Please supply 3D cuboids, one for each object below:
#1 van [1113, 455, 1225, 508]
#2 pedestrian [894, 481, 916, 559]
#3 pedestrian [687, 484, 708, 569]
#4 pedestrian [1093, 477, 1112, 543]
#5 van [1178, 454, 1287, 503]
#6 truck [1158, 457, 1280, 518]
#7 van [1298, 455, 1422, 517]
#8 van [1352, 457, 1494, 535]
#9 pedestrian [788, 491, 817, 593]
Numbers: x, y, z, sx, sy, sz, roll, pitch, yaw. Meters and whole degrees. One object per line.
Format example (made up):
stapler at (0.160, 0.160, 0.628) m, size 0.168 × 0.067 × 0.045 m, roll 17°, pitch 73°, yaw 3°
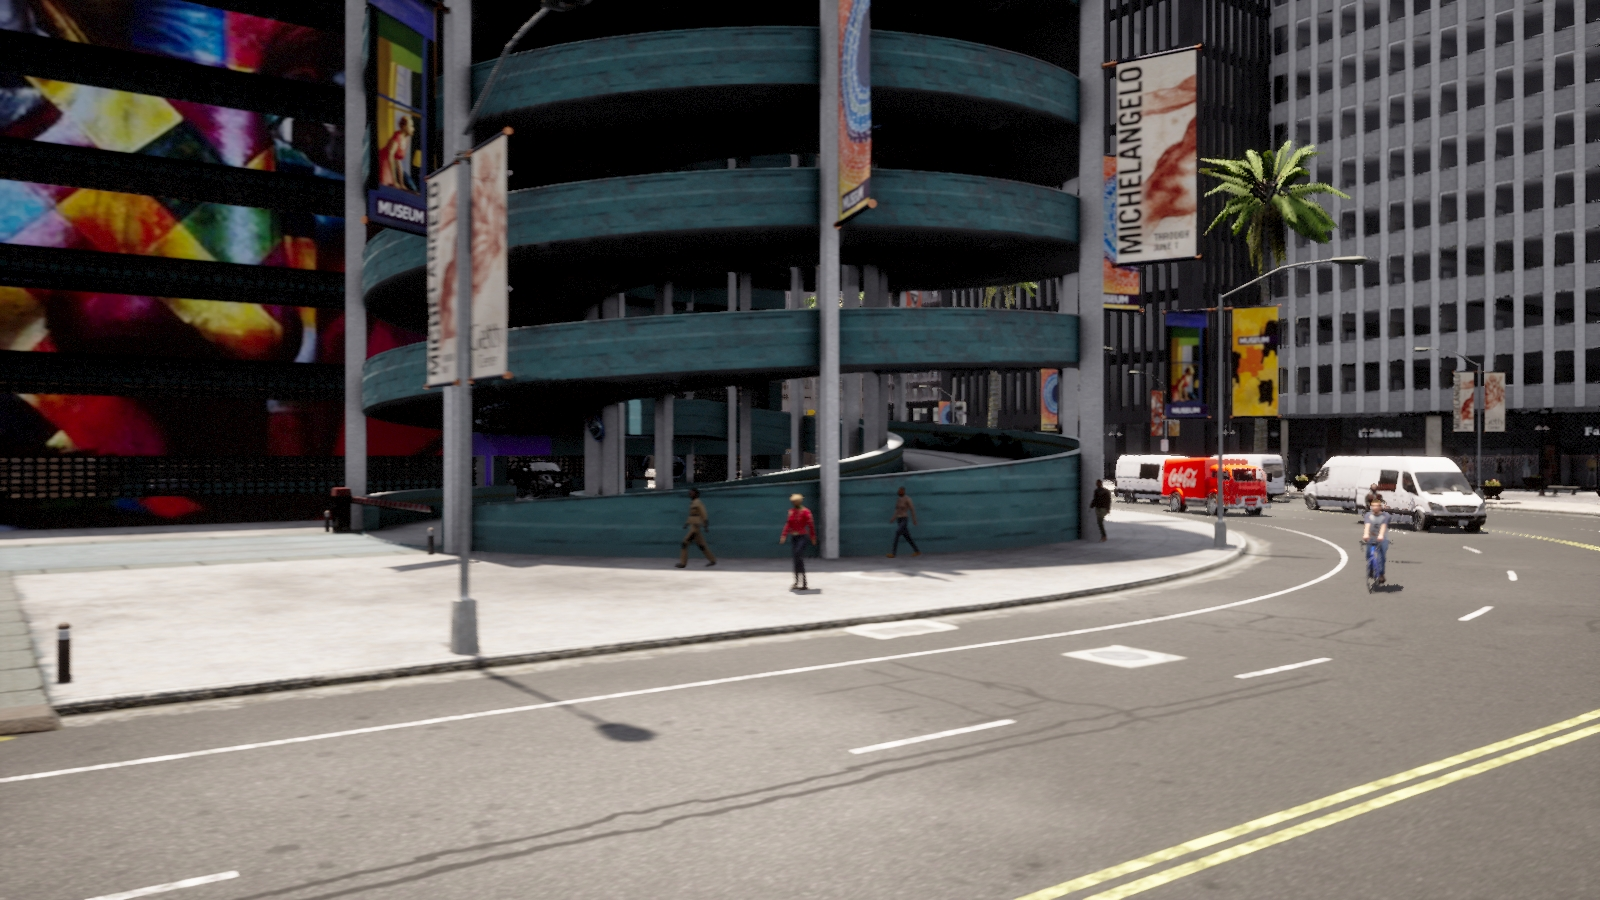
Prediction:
van at (18.915, 1.535, 58.903) m, size 1.988 × 2.561 × 5.915 m, roll 0°, pitch 0°, yaw -26°
pedestrian at (2.547, 1.697, 27.795) m, size 0.375 × 1.860 × 0.375 m, roll 0°, pitch 0°, yaw -31°
pedestrian at (-2.283, 1.697, 25.422) m, size 0.375 × 1.860 × 0.375 m, roll 0°, pitch 0°, yaw -25°
pedestrian at (8.569, 1.697, 32.402) m, size 0.375 × 1.860 × 0.375 m, roll 0°, pitch 0°, yaw -38°
van at (24.104, 1.535, 63.903) m, size 1.988 × 2.561 × 5.915 m, roll 1°, pitch 0°, yaw -26°
truck at (18.131, 1.570, 49.812) m, size 2.627 × 2.467 × 5.204 m, roll 0°, pitch 0°, yaw -12°
van at (24.912, 1.535, 51.125) m, size 1.988 × 2.561 × 5.915 m, roll 0°, pitch 0°, yaw -8°
van at (22.074, 1.535, 40.810) m, size 1.988 × 2.561 × 5.915 m, roll 0°, pitch 0°, yaw 2°
pedestrian at (0.044, 1.697, 21.235) m, size 0.375 × 1.860 × 0.375 m, roll 0°, pitch 0°, yaw 38°
